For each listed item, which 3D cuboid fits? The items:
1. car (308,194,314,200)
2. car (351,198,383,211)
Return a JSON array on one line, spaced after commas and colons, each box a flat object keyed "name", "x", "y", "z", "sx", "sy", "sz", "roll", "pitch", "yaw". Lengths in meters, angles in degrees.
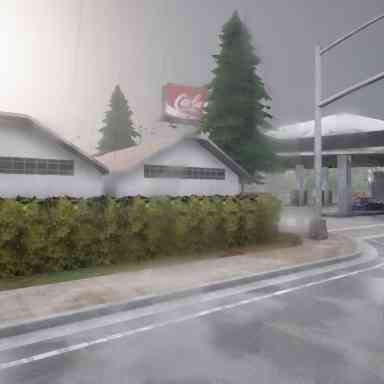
[{"name": "car", "x": 31.778, "y": 1.330, "z": 88.820, "sx": 2.152, "sy": 1.636, "sz": 5.027, "roll": 0, "pitch": 0, "yaw": -36}, {"name": "car", "x": 20.761, "y": 1.480, "z": 39.315, "sx": 4.611, "sy": 1.667, "sz": 2.242, "roll": 0, "pitch": 0, "yaw": -36}]
